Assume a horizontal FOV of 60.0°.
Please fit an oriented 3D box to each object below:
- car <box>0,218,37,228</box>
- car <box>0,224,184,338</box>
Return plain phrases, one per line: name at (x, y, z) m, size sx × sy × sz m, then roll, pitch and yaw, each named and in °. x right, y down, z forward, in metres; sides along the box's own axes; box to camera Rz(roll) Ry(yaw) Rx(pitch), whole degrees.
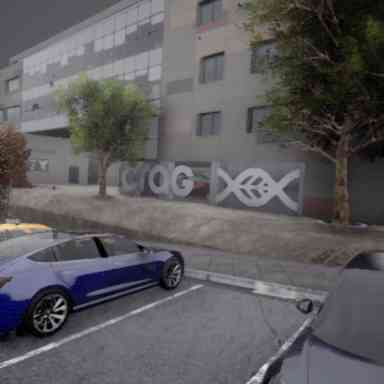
car at (-4.313, 1.457, 8.590) m, size 1.946 × 1.575 × 5.366 m, roll 0°, pitch 0°, yaw 36°
car at (-2.130, 1.496, 6.840) m, size 2.163 × 1.488 × 4.792 m, roll 0°, pitch 0°, yaw 36°
